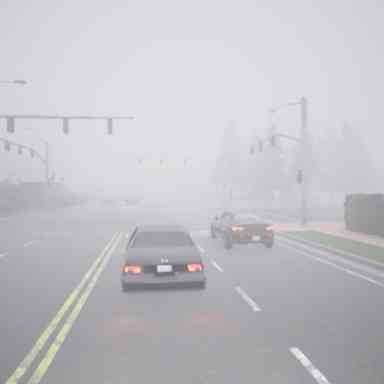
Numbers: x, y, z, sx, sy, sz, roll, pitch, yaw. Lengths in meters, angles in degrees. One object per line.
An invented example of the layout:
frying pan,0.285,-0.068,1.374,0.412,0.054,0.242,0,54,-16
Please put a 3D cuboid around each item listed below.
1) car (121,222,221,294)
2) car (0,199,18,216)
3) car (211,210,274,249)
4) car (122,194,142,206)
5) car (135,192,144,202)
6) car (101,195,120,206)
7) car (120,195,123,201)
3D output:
car,-0.838,1.510,8.895,2.033,1.411,5.357,0,0,-7
car,-18.316,1.365,29.906,4.902,1.511,2.128,0,0,-2
car,2.005,1.468,14.156,1.812,1.442,4.674,0,0,-7
car,-9.054,1.391,50.617,1.895,1.301,4.718,0,0,-6
car,-10.758,1.218,66.817,2.128,1.511,4.902,0,0,-6
car,-12.579,1.267,50.696,1.882,1.535,5.008,0,0,-6
car,-14.230,1.286,66.426,1.994,1.385,4.181,0,0,-6
